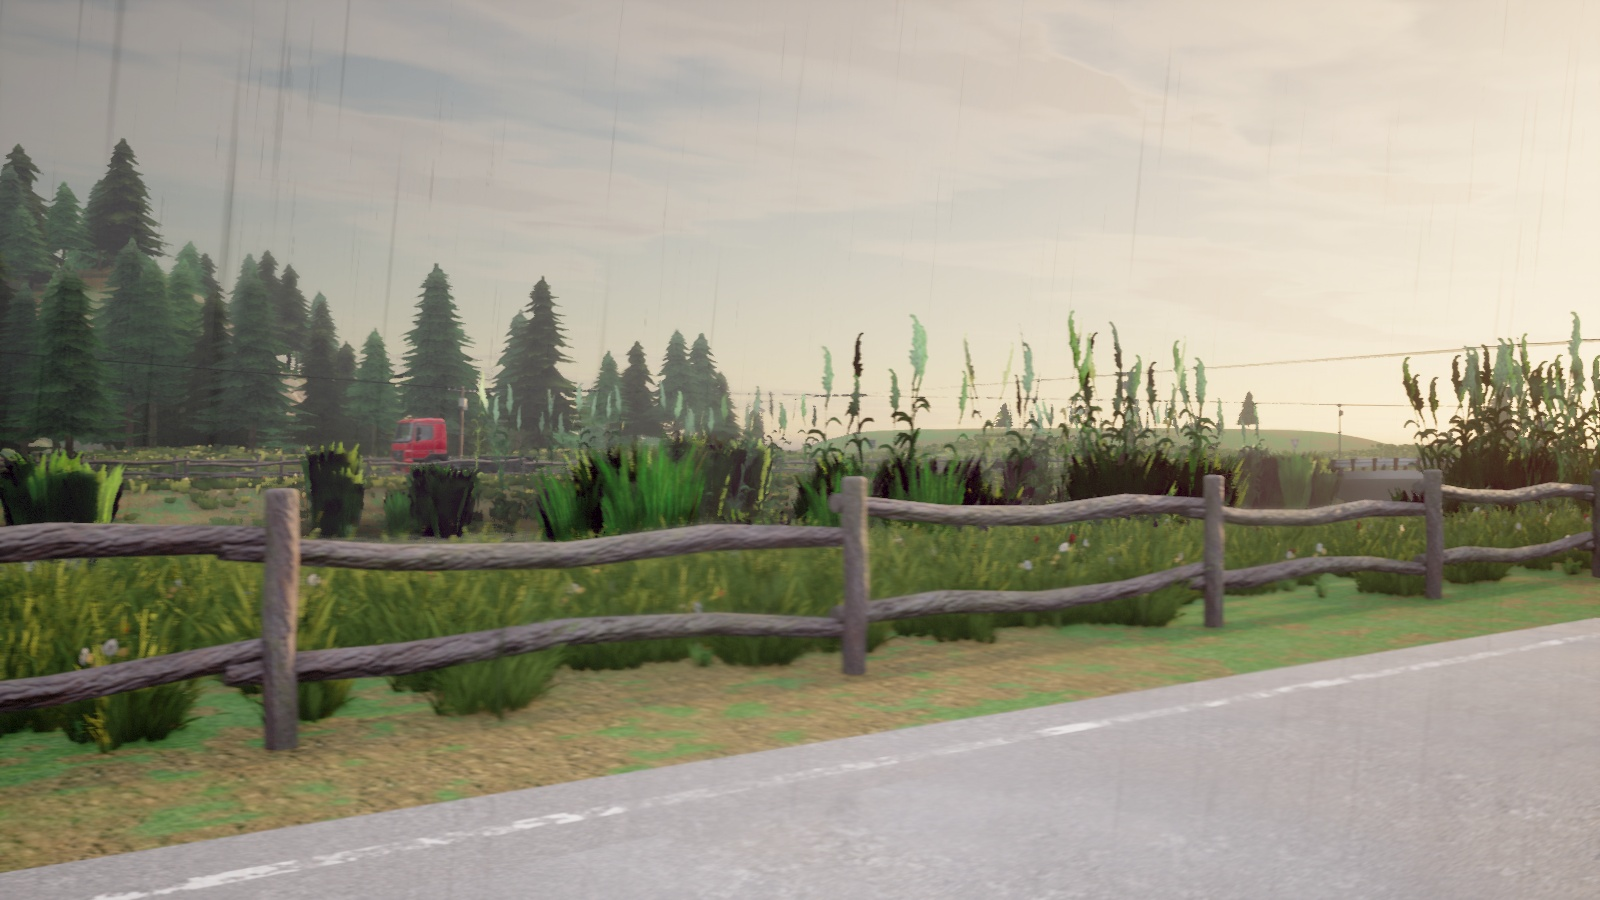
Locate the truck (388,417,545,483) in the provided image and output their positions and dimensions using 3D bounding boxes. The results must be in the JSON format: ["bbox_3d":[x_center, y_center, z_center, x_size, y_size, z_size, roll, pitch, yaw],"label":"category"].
[{"bbox_3d":[-18.493,0.008,69.857,7.936,3.462,2.891,0,0,-35],"label":"truck"}]
